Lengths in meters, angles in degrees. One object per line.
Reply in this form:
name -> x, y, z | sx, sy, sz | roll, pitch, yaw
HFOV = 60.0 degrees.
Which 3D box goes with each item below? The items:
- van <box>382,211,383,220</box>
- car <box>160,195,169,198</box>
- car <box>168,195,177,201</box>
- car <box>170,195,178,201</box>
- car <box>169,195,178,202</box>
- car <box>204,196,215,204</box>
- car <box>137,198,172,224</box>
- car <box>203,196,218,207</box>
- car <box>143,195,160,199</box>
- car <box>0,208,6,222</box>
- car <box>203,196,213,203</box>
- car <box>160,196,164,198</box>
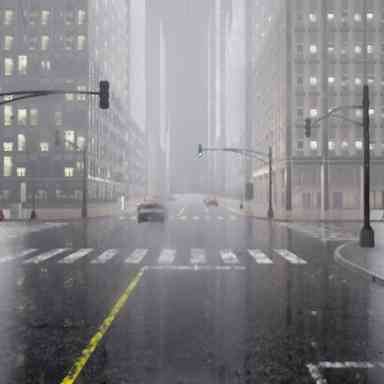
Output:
van -> 16.182, 1.453, 24.366 | 3.998, 1.788, 1.690 | 0, -1, 1
car -> -5.251, 1.315, 51.187 | 2.192, 1.841, 5.009 | 1, 0, 0
car -> -4.978, 1.551, 84.637 | 2.008, 1.369, 4.403 | 1, 0, 0
car -> -4.932, 1.545, 90.212 | 1.887, 1.381, 4.507 | 1, 0, 0
car -> -5.025, 1.545, 79.062 | 1.887, 1.381, 4.507 | 1, 0, 0
car -> 3.219, 1.525, 62.505 | 1.752, 1.417, 4.829 | 1, 0, 0
car -> -2.798, 1.501, 24.757 | 1.882, 1.535, 5.008 | 0, 0, 0
car -> 3.124, 1.582, 51.179 | 1.802, 1.307, 4.206 | 1, 0, 0
car -> -5.346, 1.440, 40.037 | 1.967, 1.590, 4.097 | 1, 0, 0
car -> -16.291, 1.497, 24.707 | 4.097, 1.590, 1.967 | 0, -1, 1
car -> 3.263, 1.566, 67.912 | 1.947, 1.339, 4.313 | 1, 0, 0
car -> -5.303, 1.581, 45.612 | 1.802, 1.307, 4.206 | 1, 0, 1
